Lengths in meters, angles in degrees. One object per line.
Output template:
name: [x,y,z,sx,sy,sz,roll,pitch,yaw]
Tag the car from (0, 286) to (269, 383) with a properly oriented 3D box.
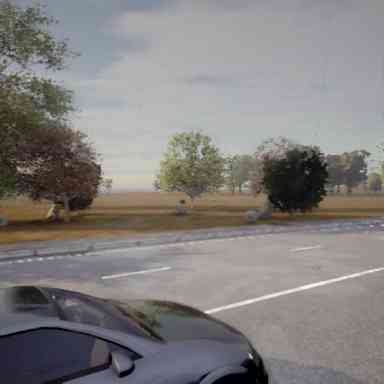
car: [-1.311,1.559,2.758,4.181,1.385,1.994,0,0,-35]
